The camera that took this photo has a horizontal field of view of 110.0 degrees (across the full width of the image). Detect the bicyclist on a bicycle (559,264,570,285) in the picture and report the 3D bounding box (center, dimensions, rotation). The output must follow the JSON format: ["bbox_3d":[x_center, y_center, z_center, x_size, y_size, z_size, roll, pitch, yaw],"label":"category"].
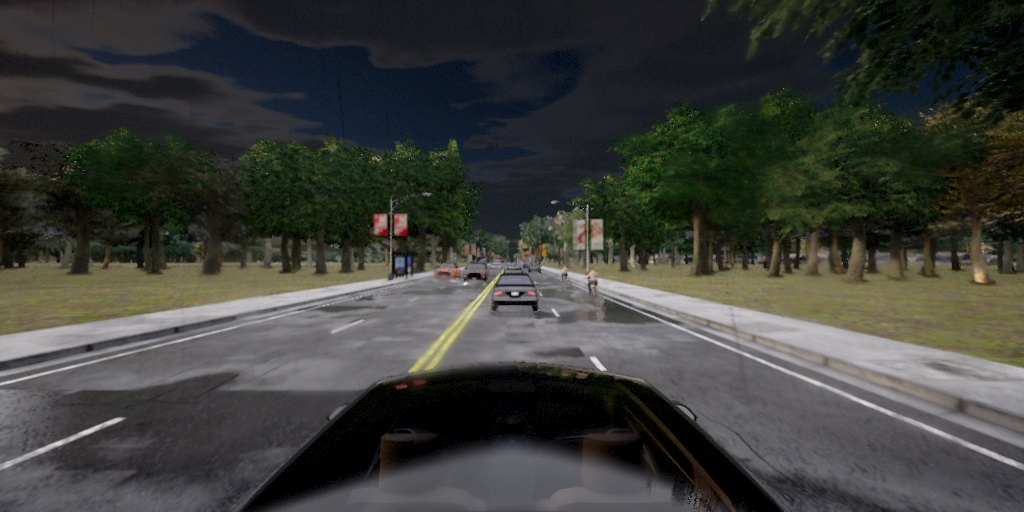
[{"bbox_3d":[4.190,1.469,28.474,0.866,1.612,1.509,0,-1,0],"label":"bicyclist on a bicycle"}]

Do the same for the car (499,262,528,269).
[{"bbox_3d":[0.134,1.590,34.745,2.128,1.511,4.902,0,-1,0],"label":"car"}]

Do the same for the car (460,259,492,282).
[{"bbox_3d":[-3.313,1.439,33.732,2.097,1.767,4.553,0,-1,0],"label":"car"}]

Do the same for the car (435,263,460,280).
[{"bbox_3d":[-6.558,1.474,37.004,2.097,1.767,4.553,0,-1,0],"label":"car"}]

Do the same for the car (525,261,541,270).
[{"bbox_3d":[3.405,1.814,55.606,2.128,1.511,4.902,0,-1,0],"label":"car"}]

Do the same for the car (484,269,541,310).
[{"bbox_3d":[0.113,1.441,15.424,2.033,1.411,5.357,0,-1,0],"label":"car"}]

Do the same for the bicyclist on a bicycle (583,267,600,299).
[{"bbox_3d":[4.179,1.364,18.579,0.866,1.612,1.509,0,-1,0],"label":"bicyclist on a bicycle"}]
